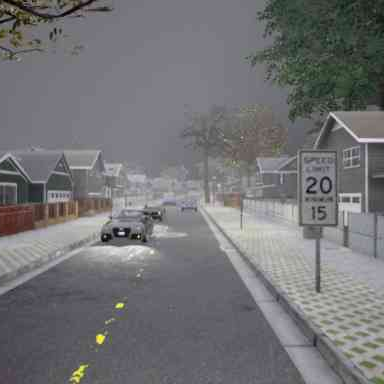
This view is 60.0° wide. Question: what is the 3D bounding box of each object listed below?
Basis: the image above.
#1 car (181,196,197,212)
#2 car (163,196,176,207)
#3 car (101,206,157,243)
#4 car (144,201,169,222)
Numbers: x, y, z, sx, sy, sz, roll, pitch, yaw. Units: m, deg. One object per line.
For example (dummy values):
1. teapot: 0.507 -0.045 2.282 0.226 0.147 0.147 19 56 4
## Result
1. car: -0.328 1.530 39.261 2.033 1.411 5.357 0 0 -1
2. car: -3.391 1.424 50.783 1.882 1.535 5.008 0 0 0
3. car: -3.010 1.580 16.143 1.994 1.385 4.181 0 0 -1
4. car: -3.119 1.609 26.383 1.895 1.301 4.718 0 0 0
